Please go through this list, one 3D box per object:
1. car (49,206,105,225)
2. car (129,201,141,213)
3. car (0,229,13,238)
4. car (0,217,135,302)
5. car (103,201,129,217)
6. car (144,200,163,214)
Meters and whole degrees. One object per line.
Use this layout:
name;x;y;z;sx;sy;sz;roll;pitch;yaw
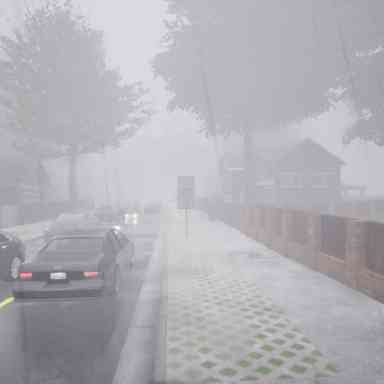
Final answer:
car;-6.045;1.699;17.224;1.812;1.442;4.674;-1;-1;-4
car;-7.601;1.858;42.372;2.128;1.511;4.902;-1;0;-3
car;-5.471;1.591;7.296;1.837;1.490;4.892;-1;0;-1
car;-2.636;1.618;8.650;2.033;1.411;5.357;-1;0;-4
car;-6.713;1.743;27.572;1.882;1.535;5.008;-1;0;-4
car;-4.565;1.924;39.055;1.895;1.301;4.718;-1;0;-3
